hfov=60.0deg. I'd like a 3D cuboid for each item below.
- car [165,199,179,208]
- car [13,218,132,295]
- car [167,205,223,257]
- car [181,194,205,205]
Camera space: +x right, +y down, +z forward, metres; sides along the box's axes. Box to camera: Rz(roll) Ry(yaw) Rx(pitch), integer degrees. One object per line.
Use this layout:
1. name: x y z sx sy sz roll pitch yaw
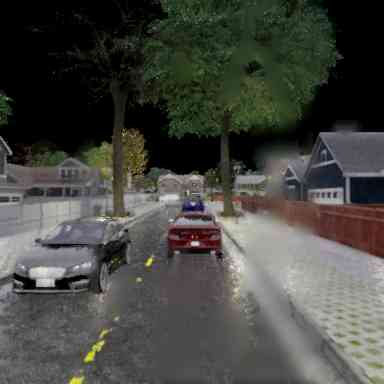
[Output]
1. car: -2.830 1.654 48.124 1.895 1.301 4.718 0 0 0
2. car: -2.849 1.503 8.921 2.128 1.511 4.902 0 0 0
3. car: 0.100 1.495 13.042 1.882 1.535 5.008 0 0 0
4. car: 0.103 1.262 33.403 2.150 2.045 5.566 0 0 0
